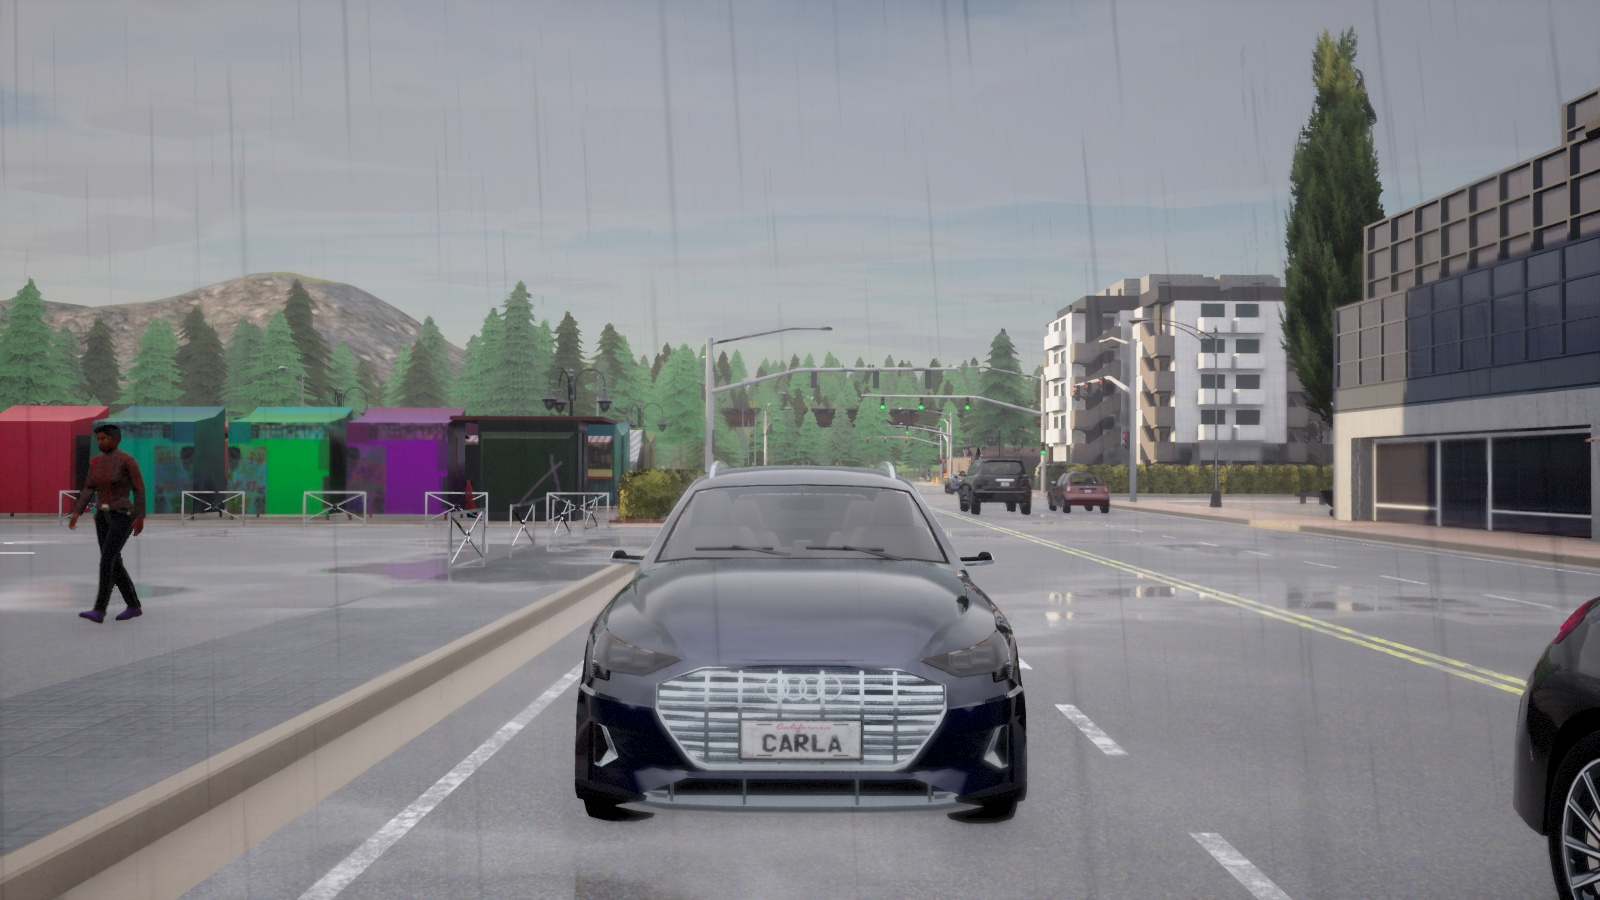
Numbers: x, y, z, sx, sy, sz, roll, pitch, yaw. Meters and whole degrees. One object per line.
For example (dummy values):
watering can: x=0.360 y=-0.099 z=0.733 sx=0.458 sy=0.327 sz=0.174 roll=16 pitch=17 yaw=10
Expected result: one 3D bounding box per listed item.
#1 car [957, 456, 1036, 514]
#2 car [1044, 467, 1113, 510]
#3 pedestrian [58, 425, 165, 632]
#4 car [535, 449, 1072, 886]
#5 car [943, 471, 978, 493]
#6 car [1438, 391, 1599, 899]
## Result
car: x=7.345 y=1.300 z=47.533 sx=2.150 sy=2.045 sz=5.566 roll=0 pitch=-1 yaw=0
car: x=10.860 y=1.494 z=49.236 sx=1.851 sy=1.617 sz=3.988 roll=0 pitch=-1 yaw=0
pedestrian: x=-6.239 y=0.688 z=11.407 sx=0.328 sy=1.805 sz=0.869 roll=-1 pitch=-1 yaw=17
car: x=0.019 y=0.865 z=7.197 sx=2.033 sy=1.649 sz=4.856 roll=0 pitch=-1 yaw=0
car: x=11.170 y=2.201 z=87.523 sx=1.970 sy=1.475 sz=3.806 roll=0 pitch=-1 yaw=0
car: x=3.494 y=0.617 z=2.241 sx=2.152 sy=1.651 sz=5.027 roll=0 pitch=-1 yaw=0
